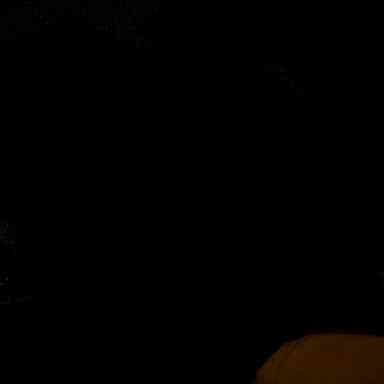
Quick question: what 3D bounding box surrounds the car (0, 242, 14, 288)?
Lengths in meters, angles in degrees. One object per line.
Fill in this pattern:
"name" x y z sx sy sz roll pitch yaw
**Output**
"car" -6.088 1.469 7.875 4.892 1.521 2.231 0 0 35
